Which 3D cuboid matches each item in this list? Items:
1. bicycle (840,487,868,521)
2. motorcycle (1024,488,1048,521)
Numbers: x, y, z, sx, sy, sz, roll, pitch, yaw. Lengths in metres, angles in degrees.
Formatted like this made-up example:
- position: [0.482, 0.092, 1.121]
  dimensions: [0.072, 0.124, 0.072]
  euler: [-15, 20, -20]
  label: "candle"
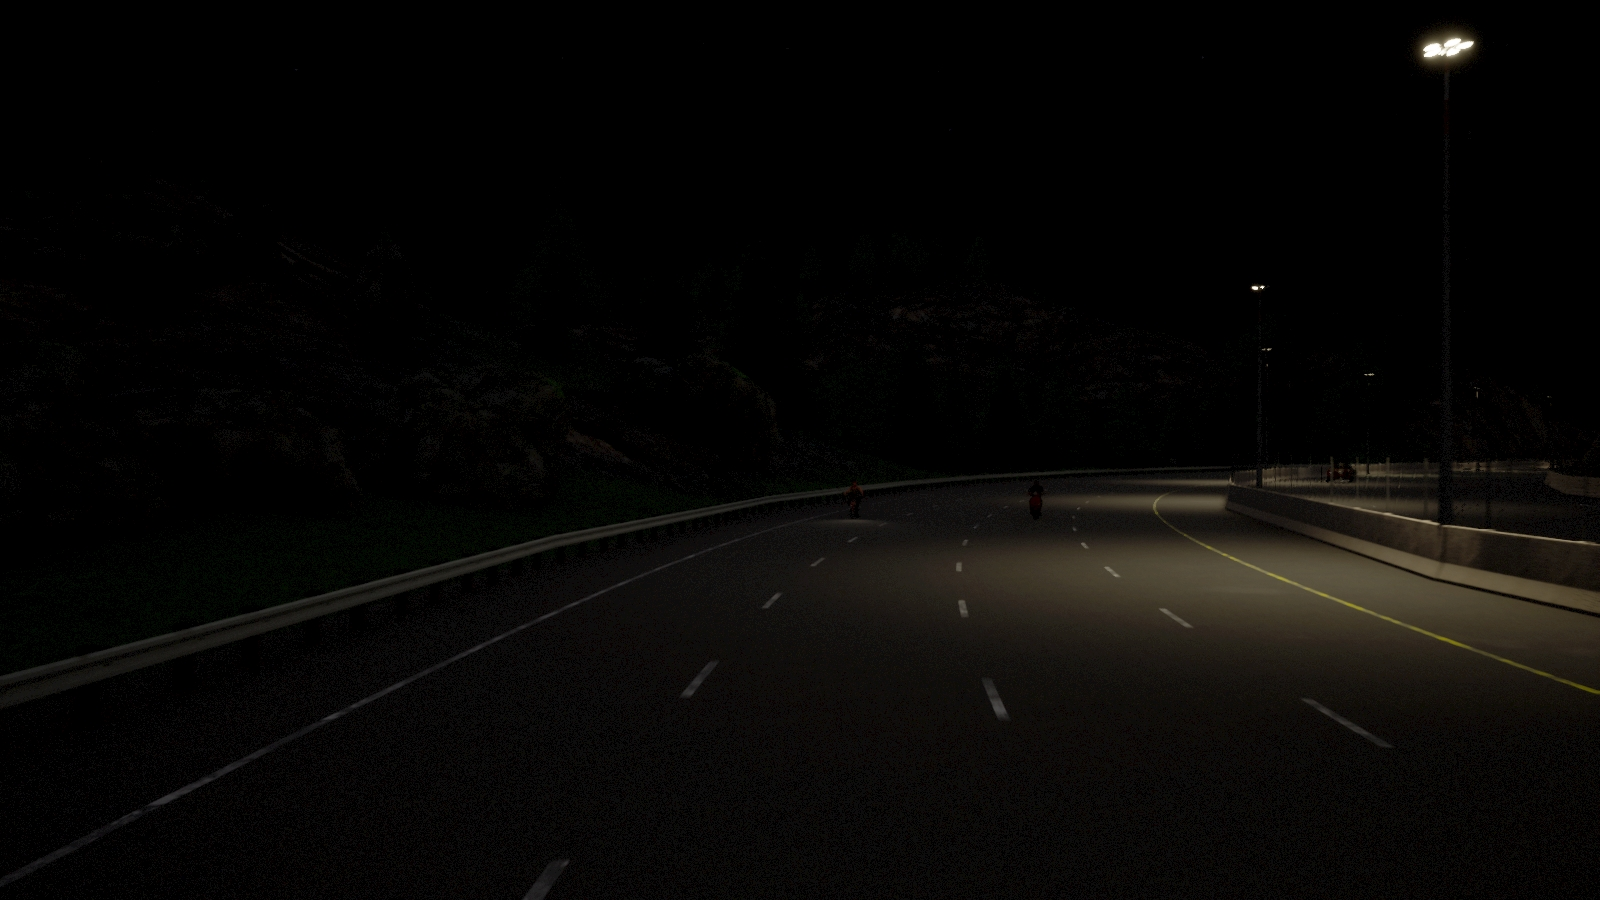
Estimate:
- position: [2.187, 2.151, 46.116]
  dimensions: [0.859, 1.295, 1.487]
  euler: [0, 0, 13]
  label: "bicycle"
- position: [9.546, 2.195, 46.168]
  dimensions: [0.856, 1.236, 1.805]
  euler: [0, 0, 16]
  label: "motorcycle"
